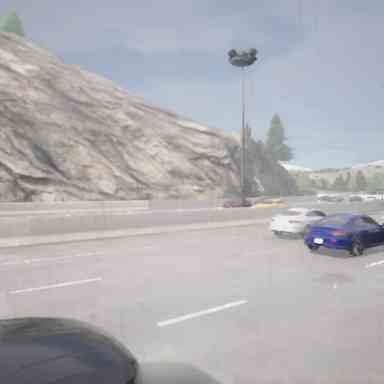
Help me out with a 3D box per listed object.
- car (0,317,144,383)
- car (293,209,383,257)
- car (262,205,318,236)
[{"bbox_3d":[-2.612,1.506,1.904,4.892,1.490,1.837,0,0,-36],"label":"car"},{"bbox_3d":[6.189,1.529,12.977,4.674,1.442,1.812,0,0,-39],"label":"car"},{"bbox_3d":[5.972,1.531,17.331,4.674,1.442,1.812,0,0,-39],"label":"car"}]
